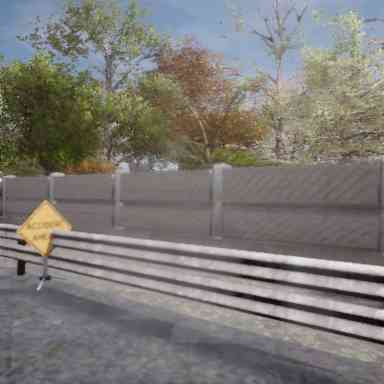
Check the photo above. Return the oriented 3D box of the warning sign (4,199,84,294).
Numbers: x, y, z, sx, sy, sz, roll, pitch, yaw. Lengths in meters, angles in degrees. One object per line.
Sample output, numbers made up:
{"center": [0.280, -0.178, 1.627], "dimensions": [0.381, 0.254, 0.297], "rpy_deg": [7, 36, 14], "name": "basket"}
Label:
{"center": [-3.322, 1.117, 7.527], "dimensions": [1.060, 1.860, 1.300], "rpy_deg": [0, 0, 35], "name": "warning sign"}
